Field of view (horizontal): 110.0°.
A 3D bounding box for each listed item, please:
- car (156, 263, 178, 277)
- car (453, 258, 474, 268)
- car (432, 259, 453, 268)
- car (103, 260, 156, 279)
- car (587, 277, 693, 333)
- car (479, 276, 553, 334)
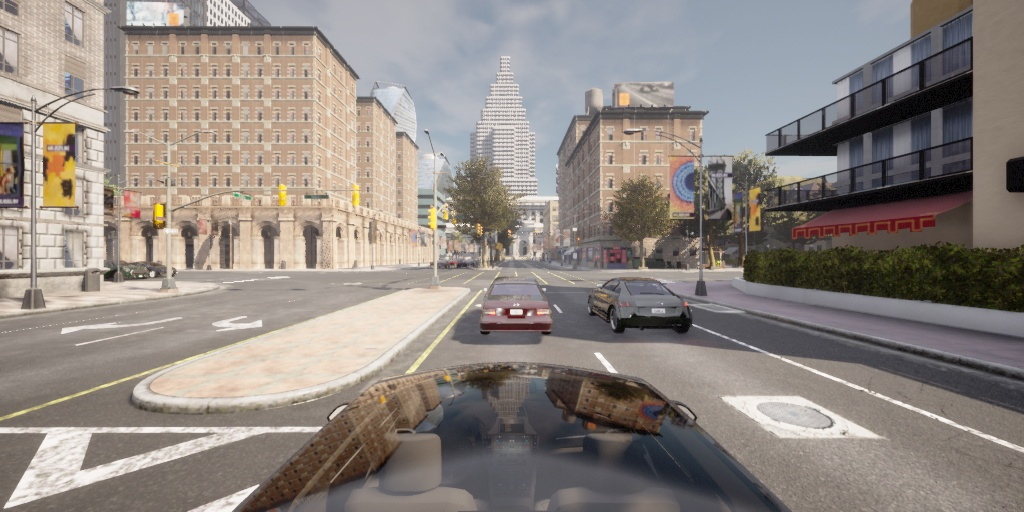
[{"bbox_3d":[-34.193,1.255,33.513,4.892,1.490,1.837,0,0,0],"label":"car"},{"bbox_3d":[-8.129,1.351,60.388,1.895,1.301,4.718,0,0,0],"label":"car"},{"bbox_3d":[-11.630,1.276,60.266,1.812,1.442,4.674,0,0,0],"label":"car"},{"bbox_3d":[-33.351,1.102,30.018,4.553,1.767,2.097,0,0,0],"label":"car"},{"bbox_3d":[3.589,1.314,10.790,1.994,1.385,4.181,0,0,0],"label":"car"},{"bbox_3d":[0.091,1.297,10.530,2.033,1.411,5.357,0,0,0],"label":"car"}]
